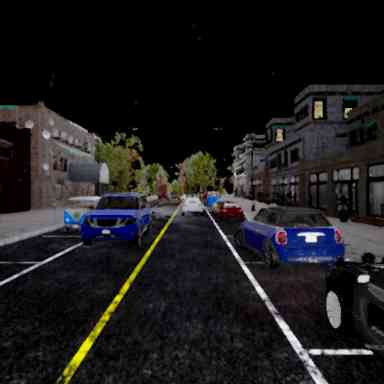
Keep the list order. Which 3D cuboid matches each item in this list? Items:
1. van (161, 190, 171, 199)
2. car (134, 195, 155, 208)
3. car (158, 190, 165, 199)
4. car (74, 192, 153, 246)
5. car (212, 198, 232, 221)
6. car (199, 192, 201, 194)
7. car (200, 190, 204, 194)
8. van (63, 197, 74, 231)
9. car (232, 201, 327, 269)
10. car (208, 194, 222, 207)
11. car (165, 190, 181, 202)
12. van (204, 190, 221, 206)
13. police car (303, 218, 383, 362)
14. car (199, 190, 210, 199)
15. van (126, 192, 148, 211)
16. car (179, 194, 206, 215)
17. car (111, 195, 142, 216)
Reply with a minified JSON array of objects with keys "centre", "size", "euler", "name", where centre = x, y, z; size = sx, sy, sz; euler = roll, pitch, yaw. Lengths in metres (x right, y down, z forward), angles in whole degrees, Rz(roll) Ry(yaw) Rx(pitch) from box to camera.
[{"centre":[-5.740,0.509,73.784],"size":[1.690,1.788,3.998],"euler":[1,1,0],"name":"van"},{"centre":[-5.709,1.103,40.530],"size":[2.008,1.369,4.403],"euler":[1,1,0],"name":"car"},{"centre":[-5.723,0.549,68.242],"size":[2.192,1.841,5.009],"euler":[1,1,0],"name":"car"},{"centre":[-3.111,1.058,14.799],"size":[2.150,2.045,5.566],"euler":[0,1,0],"name":"car"},{"centre":[2.683,1.319,23.920],"size":[1.802,1.307,4.206],"euler":[1,1,0],"name":"car"},{"centre":[0.055,0.986,48.633],"size":[1.812,1.442,4.674],"euler":[0,1,0],"name":"car"},{"centre":[2.659,0.738,62.718],"size":[1.967,1.590,4.097],"euler":[1,1,0],"name":"car"},{"centre":[-5.691,1.139,18.357],"size":[1.690,1.788,3.998],"euler":[1,1,0],"name":"van"},{"centre":[2.939,1.231,10.891],"size":[2.097,1.767,4.553],"euler":[0,1,-5],"name":"car"},{"centre":[2.680,1.199,29.632],"size":[1.752,1.417,4.829],"euler":[1,1,0],"name":"car"},{"centre":[-3.039,0.723,57.376],"size":[2.097,1.767,4.553],"euler":[0,1,0],"name":"car"},{"centre":[2.675,0.893,40.547],"size":[1.690,1.788,3.998],"euler":[1,1,0],"name":"van"},{"centre":[3.131,1.383,3.710],"size":[1.930,1.638,5.238],"euler":[0,1,0],"name":"police car"},{"centre":[2.667,0.483,73.801],"size":[2.192,1.841,5.009],"euler":[1,1,0],"name":"car"},{"centre":[-5.702,0.955,34.985],"size":[1.690,1.788,3.998],"euler":[1,1,0],"name":"van"},{"centre":[0.056,1.204,29.178],"size":[1.812,1.442,4.674],"euler":[0,1,0],"name":"car"},{"centre":[-5.700,1.116,29.444],"size":[1.967,1.590,4.097],"euler":[1,1,0],"name":"car"}]
